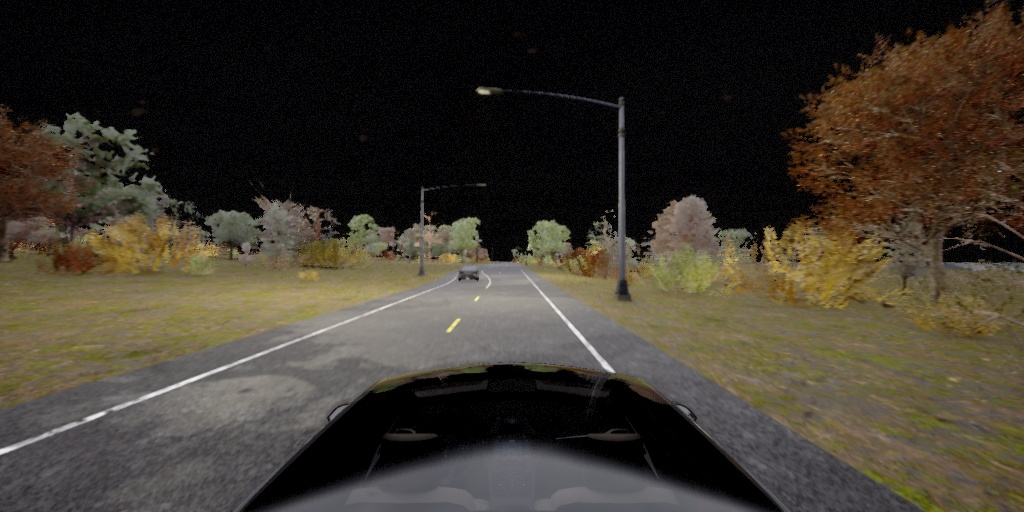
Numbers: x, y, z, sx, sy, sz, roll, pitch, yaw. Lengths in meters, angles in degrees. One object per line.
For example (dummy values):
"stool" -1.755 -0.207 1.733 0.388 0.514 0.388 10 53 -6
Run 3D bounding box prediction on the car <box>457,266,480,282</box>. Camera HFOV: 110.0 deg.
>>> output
"car" -3.955 1.592 33.360 2.033 1.411 5.357 0 -1 -4
